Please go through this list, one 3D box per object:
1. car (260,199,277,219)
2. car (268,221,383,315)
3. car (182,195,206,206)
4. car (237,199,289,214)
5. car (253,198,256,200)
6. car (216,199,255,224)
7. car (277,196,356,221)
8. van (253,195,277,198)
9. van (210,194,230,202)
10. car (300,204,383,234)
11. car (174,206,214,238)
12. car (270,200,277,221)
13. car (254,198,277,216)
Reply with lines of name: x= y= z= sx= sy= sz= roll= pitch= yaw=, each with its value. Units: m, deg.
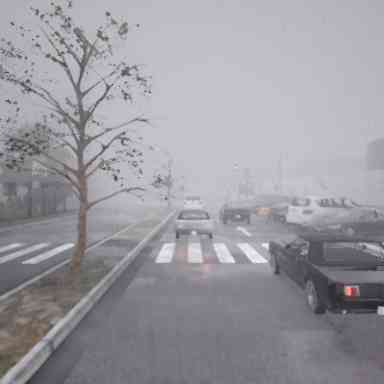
car: x=8.057 y=1.528 z=25.002 sx=4.892 sy=1.521 sz=2.231 roll=1 pitch=-1 yaw=-20
car: x=3.098 y=1.594 z=7.493 sx=1.895 sy=1.301 sz=4.718 roll=0 pitch=0 yaw=0
car: x=0.085 y=1.321 z=37.232 sx=2.150 sy=2.045 sz=5.566 roll=0 pitch=0 yaw=0
car: x=7.888 y=1.583 z=36.865 sx=5.366 sy=1.575 sz=1.946 roll=1 pitch=0 yaw=-20
car: x=8.088 y=1.586 z=30.980 sx=4.792 sy=1.488 sz=2.163 roll=1 pitch=-1 yaw=-20
car: x=3.095 y=1.513 z=24.863 sx=1.882 sy=1.535 sz=5.008 roll=0 pitch=0 yaw=0
car: x=8.095 y=1.252 z=19.053 sx=5.566 sy=2.045 sz=2.435 roll=1 pitch=0 yaw=-20
van: x=7.956 y=1.345 z=33.907 sx=4.442 sy=1.987 sz=1.878 roll=1 pitch=0 yaw=-20
van: x=7.941 y=1.580 z=89.175 sx=4.442 sy=1.987 sz=1.878 roll=1 pitch=-1 yaw=-20
car: x=8.076 y=1.497 z=16.051 sx=4.892 sy=1.521 sz=2.231 roll=1 pitch=0 yaw=-20
car: x=0.095 y=1.609 z=17.646 sx=1.895 sy=1.301 sz=4.718 roll=0 pitch=0 yaw=0
car: x=8.070 y=1.514 z=22.017 sx=5.008 sy=1.535 sz=2.097 roll=1 pitch=0 yaw=-20
car: x=8.237 y=1.540 z=28.050 sx=5.366 sy=1.575 sz=1.946 roll=1 pitch=-1 yaw=-20
